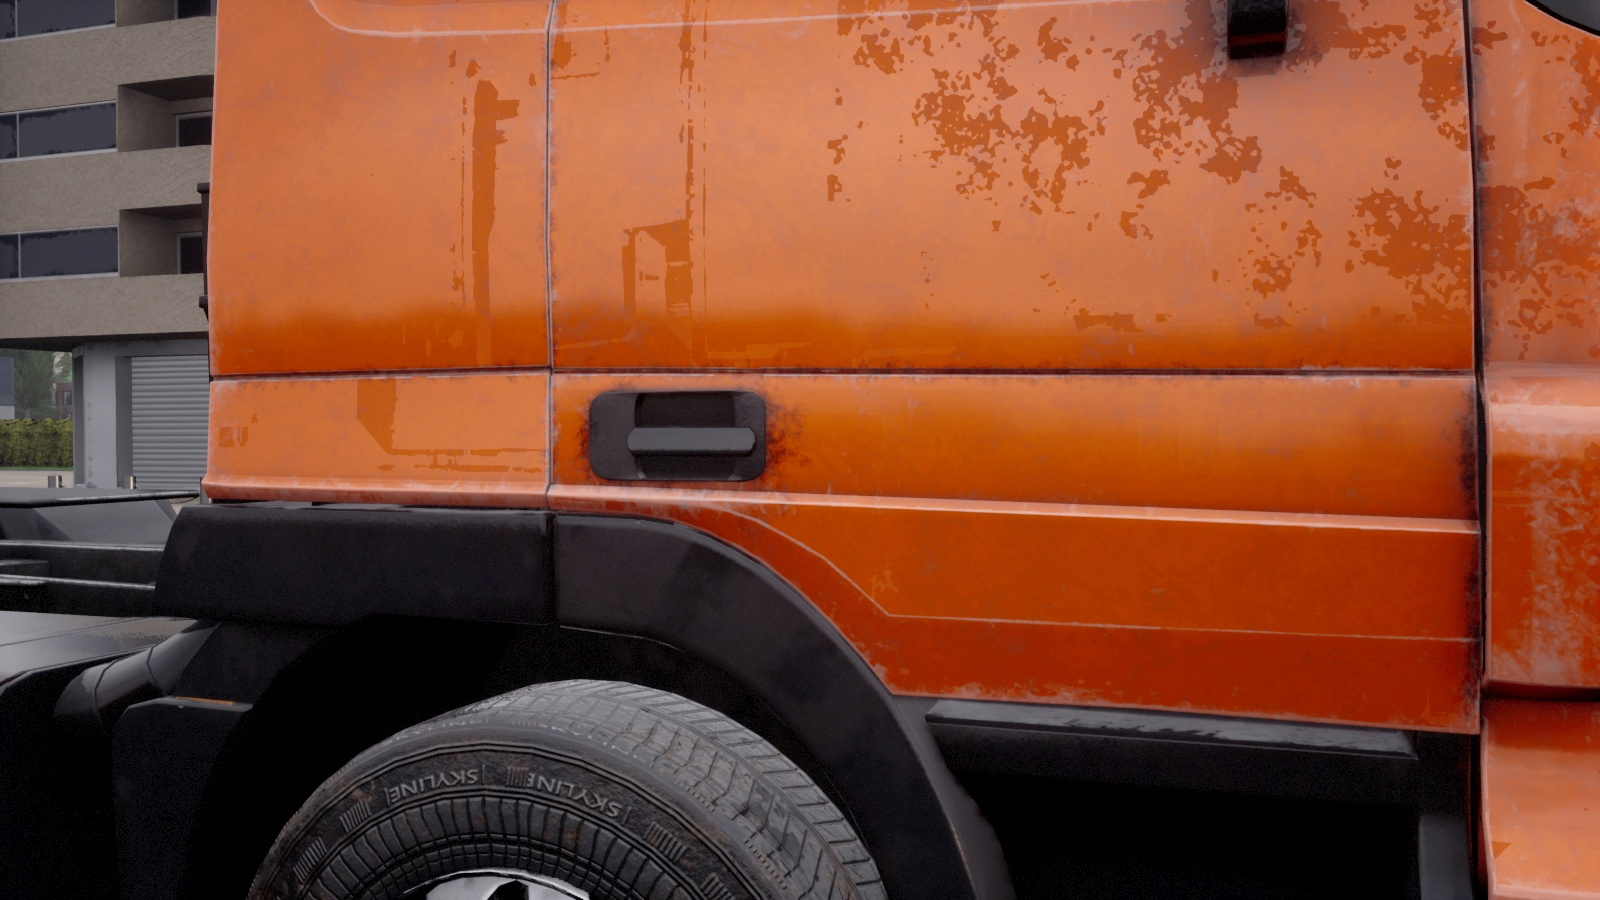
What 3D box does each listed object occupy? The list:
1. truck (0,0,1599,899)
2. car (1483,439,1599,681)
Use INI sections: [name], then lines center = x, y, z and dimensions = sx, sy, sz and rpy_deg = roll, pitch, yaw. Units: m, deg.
[truck]
center = -2.190, -0.226, 3.922
dimensions = 7.936, 3.462, 2.891
rpy_deg = 1, 1, 19
[car]
center = 6.946, 0.685, 8.338
dimensions = 3.806, 1.475, 1.970
rpy_deg = 0, 1, 11
